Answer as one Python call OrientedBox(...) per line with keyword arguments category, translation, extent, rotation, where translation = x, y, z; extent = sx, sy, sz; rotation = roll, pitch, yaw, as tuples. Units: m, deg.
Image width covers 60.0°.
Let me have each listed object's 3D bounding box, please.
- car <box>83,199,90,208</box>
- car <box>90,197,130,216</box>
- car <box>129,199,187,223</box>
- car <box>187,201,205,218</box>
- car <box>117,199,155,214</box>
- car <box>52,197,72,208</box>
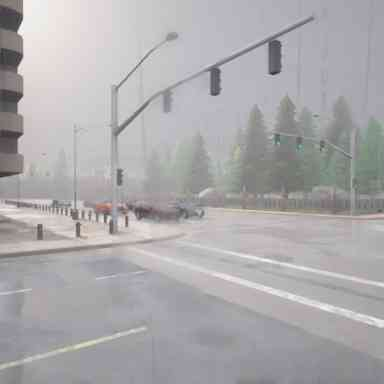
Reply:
OrientedBox(category="car", translation=(-13.958, 1.600, 47.555), extent=(2.033, 1.411, 5.357), rotation=(0, 0, -36))
OrientedBox(category="car", translation=(-8.288, 1.407, 33.974), extent=(2.097, 1.767, 4.553), rotation=(0, 0, -36))
OrientedBox(category="car", translation=(-2.817, 1.532, 26.581), extent=(1.882, 1.535, 5.008), rotation=(0, 0, -36))
OrientedBox(category="car", translation=(-0.834, 1.545, 29.787), extent=(2.128, 1.511, 4.902), rotation=(0, 0, -36))
OrientedBox(category="car", translation=(-6.353, 1.545, 37.252), extent=(2.128, 1.511, 4.902), rotation=(0, 0, -36))
OrientedBox(category="car", translation=(-19.038, 1.547, 48.571), extent=(2.128, 1.511, 4.902), rotation=(0, 0, -36))
